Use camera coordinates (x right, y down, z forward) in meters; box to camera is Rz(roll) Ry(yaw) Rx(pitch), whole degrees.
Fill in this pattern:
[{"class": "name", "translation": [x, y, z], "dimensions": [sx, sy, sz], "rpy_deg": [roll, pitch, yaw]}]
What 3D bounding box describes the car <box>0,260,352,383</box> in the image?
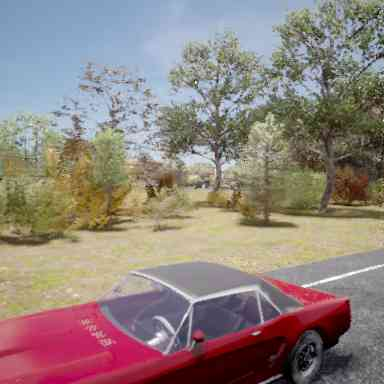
[{"class": "car", "translation": [-0.283, 1.601, 3.789], "dimensions": [4.718, 1.301, 1.895], "rpy_deg": [0, 0, -35]}]
